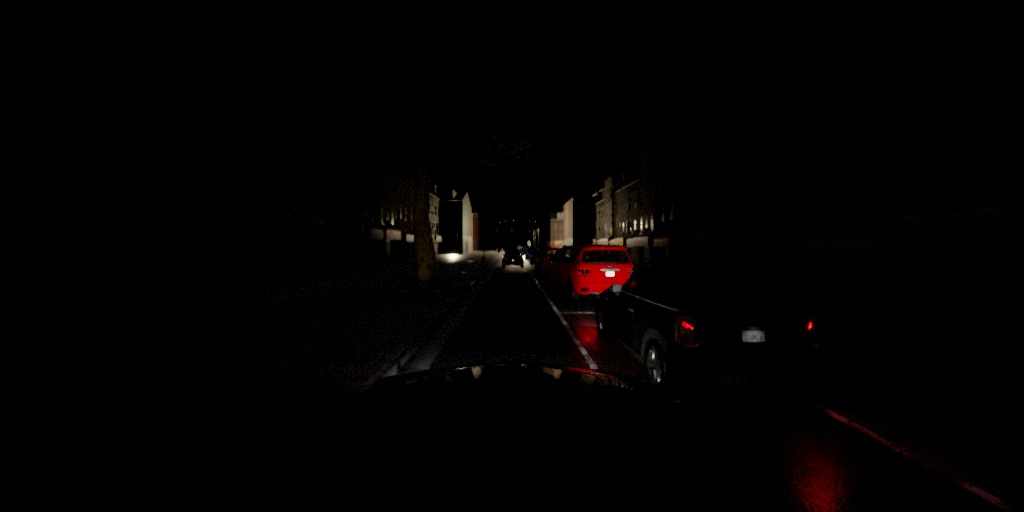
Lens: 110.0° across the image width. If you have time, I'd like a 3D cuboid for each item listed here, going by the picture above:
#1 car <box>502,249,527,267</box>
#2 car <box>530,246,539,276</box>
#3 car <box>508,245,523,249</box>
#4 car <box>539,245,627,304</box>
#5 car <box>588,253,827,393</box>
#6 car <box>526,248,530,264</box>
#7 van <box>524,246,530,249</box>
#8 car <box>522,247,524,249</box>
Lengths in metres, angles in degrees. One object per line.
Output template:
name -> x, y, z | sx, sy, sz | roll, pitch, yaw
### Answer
car -> 0.089, 0.273, 33.718 | 1.994, 1.385, 4.181 | 0, 2, 0
car -> 2.643, 0.317, 24.710 | 2.192, 1.841, 5.009 | 0, 0, 0
car -> 0.090, -0.498, 50.888 | 2.097, 1.767, 4.553 | 0, 2, 0
car -> 2.788, 0.573, 14.001 | 2.150, 2.045, 5.566 | 0, 2, -7
car -> 2.989, 0.945, 6.559 | 2.097, 1.767, 4.553 | 0, 2, 0
car -> 2.645, 0.187, 35.786 | 1.888, 1.381, 4.507 | 0, 0, 0
van -> 2.646, -0.198, 41.324 | 1.690, 1.789, 3.998 | 0, 0, 0
car -> 2.647, -0.152, 46.861 | 1.948, 1.339, 4.313 | 0, 0, 0
